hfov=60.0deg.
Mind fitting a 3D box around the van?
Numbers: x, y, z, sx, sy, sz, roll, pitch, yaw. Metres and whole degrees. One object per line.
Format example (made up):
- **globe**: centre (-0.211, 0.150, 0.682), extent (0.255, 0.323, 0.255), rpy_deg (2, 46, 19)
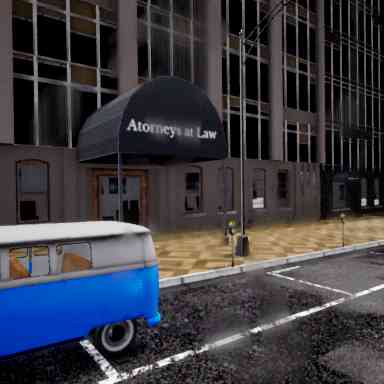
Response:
- **van**: centre (-2.377, 1.341, 4.421), extent (3.998, 1.788, 1.690), rpy_deg (0, -1, -36)
